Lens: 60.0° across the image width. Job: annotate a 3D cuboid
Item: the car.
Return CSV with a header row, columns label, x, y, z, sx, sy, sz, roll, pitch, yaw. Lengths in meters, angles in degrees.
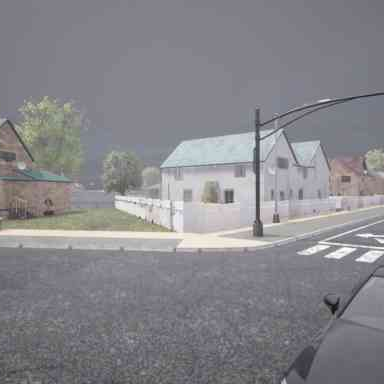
label,x,y,z,sx,sy,sz,roll,pitch,yaw
car,2.565,1.524,3.471,1.812,1.442,4.674,0,0,42
